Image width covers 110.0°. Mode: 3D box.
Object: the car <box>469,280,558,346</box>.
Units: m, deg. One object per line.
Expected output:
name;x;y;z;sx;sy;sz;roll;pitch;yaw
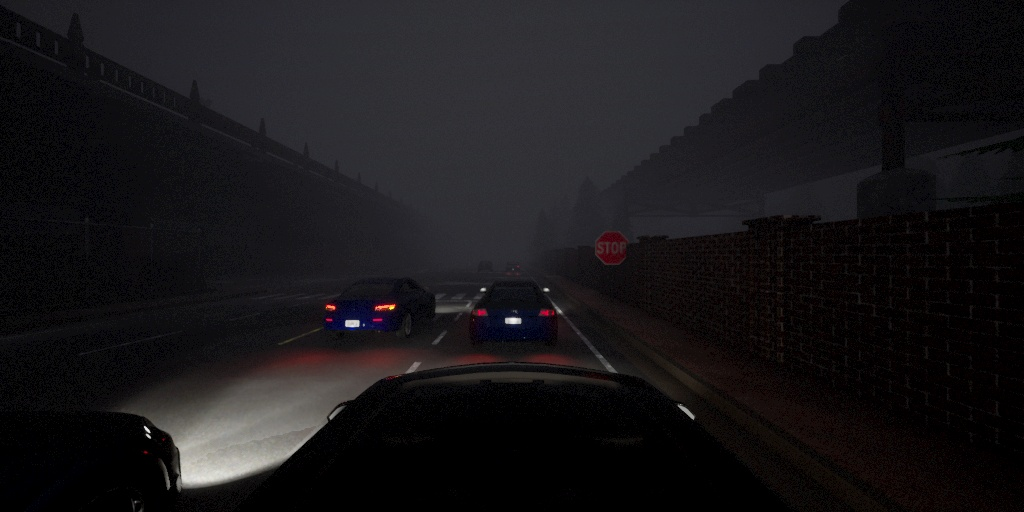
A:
car;0.070;1.314;9.429;1.994;1.385;4.181;0;0;1

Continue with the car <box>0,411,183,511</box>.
car;-3.399;1.314;0.856;1.994;1.385;4.181;0;0;0

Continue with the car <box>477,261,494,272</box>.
car;-3.388;1.297;46.015;2.033;1.411;5.357;0;0;-1

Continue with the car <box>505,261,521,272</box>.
car;0.106;1.350;46.220;1.895;1.301;4.718;0;0;-1

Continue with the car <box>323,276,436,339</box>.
car;-3.412;1.276;9.952;1.812;1.442;4.674;0;0;0
